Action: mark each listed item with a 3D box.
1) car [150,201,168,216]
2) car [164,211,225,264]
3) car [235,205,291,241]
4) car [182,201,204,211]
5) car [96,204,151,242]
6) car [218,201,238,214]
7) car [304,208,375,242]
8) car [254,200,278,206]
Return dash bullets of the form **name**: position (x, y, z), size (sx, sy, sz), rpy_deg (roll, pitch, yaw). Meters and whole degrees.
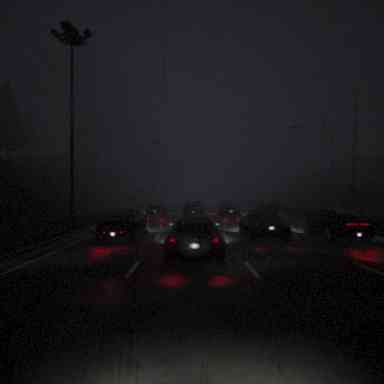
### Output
- **car**: position (-3.407, 1.603, 32.864), size (1.812, 1.442, 4.674), rpy_deg (0, 0, 0)
- **car**: position (0.082, 1.593, 11.985), size (1.994, 1.385, 4.181), rpy_deg (0, 0, 0)
- **car**: position (3.595, 1.604, 16.992), size (1.994, 1.385, 4.181), rpy_deg (0, 0, 0)
- **car**: position (0.101, 1.566, 31.843), size (2.128, 1.511, 4.902), rpy_deg (0, 0, 0)
- **car**: position (-3.404, 1.545, 16.704), size (1.837, 1.490, 4.892), rpy_deg (0, 0, 0)
- **car**: position (3.593, 1.603, 32.863), size (1.812, 1.442, 4.674), rpy_deg (0, 0, 0)
- **car**: position (7.095, 1.544, 16.504), size (1.837, 1.490, 4.892), rpy_deg (0, 0, 0)
- **car**: position (7.101, 1.580, 31.972), size (1.837, 1.490, 4.892), rpy_deg (0, 0, 0)
